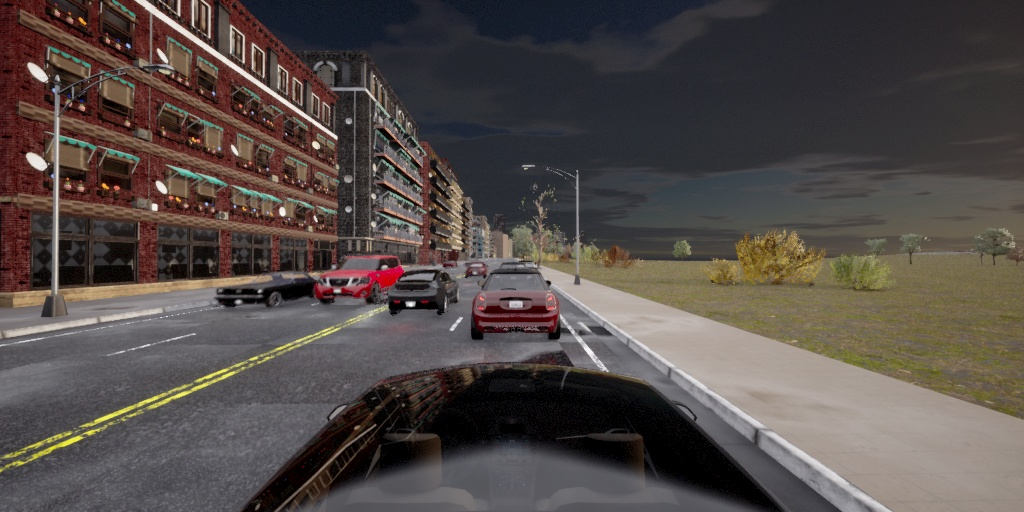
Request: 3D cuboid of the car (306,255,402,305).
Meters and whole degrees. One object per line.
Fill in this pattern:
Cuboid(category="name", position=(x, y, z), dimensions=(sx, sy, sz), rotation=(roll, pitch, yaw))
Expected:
Cuboid(category="car", position=(-6.623, 0.974, 16.359), dimensions=(2.150, 2.045, 5.566), rotation=(0, 0, 0))

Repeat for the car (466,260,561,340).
Cuboid(category="car", position=(0.080, 1.103, 10.151), dimensions=(2.097, 1.767, 4.553), rotation=(0, 0, 0))

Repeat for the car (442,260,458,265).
Cuboid(category="car", position=(-9.915, 1.353, 57.529), dimensions=(1.895, 1.301, 4.718), rotation=(0, 0, 0))

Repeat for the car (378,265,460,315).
Cuboid(category="car", position=(-3.169, 1.256, 13.612), dimensions=(1.837, 1.490, 4.892), rotation=(0, 0, 0))

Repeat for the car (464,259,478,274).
Cuboid(category="car", position=(-3.193, 1.279, 33.310), dimensions=(1.812, 1.442, 4.674), rotation=(0, 0, 0))

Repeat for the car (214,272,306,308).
Cuboid(category="car", position=(-9.869, 1.353, 15.148), dimensions=(1.895, 1.301, 4.718), rotation=(0, 0, 0))

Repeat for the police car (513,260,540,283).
Cuboid(category="police car", position=(1.098, 1.179, 29.419), dimensions=(1.930, 1.638, 5.238), rotation=(0, 0, 0))
